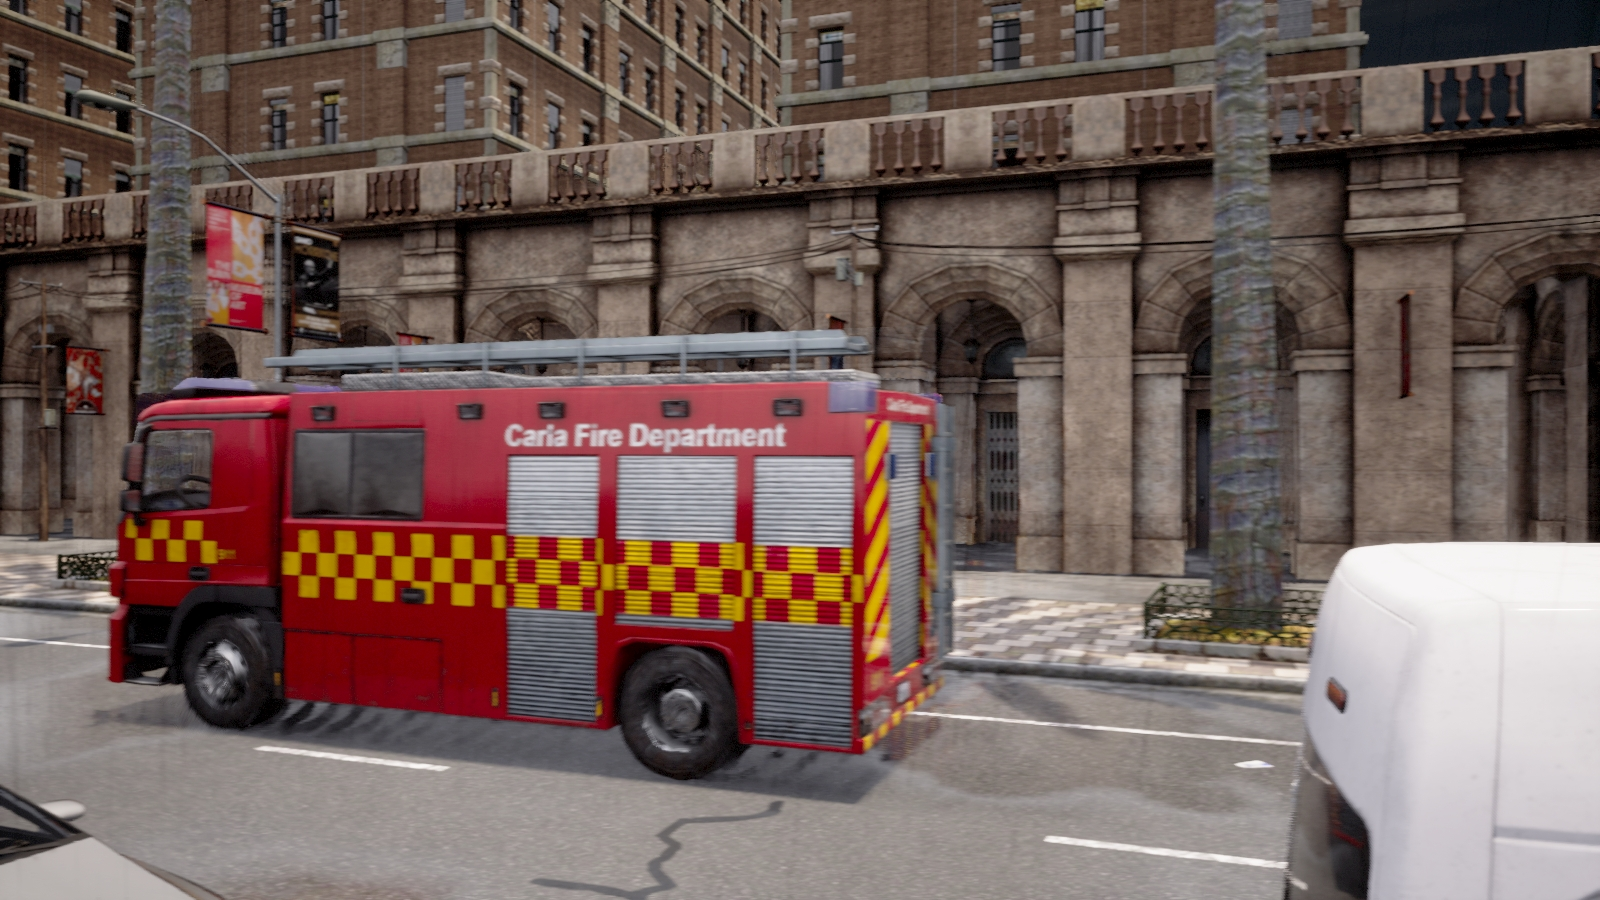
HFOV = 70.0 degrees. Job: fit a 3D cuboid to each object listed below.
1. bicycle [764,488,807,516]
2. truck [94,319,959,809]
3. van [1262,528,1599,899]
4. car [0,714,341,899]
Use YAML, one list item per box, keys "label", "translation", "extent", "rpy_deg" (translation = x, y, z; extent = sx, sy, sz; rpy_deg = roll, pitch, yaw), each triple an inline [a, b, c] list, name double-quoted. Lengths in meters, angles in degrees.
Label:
- label: "bicycle"
  translation: [-0.626, 2.200, 48.409]
  extent: [1.835, 1.171, 0.329]
  rpy_deg: [0, 0, 20]
- label: "truck"
  translation: [-2.849, 0.886, 11.746]
  extent: [8.468, 3.827, 2.891]
  rpy_deg: [0, 0, 20]
- label: "van"
  translation: [3.979, 1.536, 1.857]
  extent: [5.915, 2.561, 1.988]
  rpy_deg: [0, 0, 20]
- label: "car"
  translation: [-4.290, 2.062, 4.861]
  extent: [4.193, 1.474, 1.816]
  rpy_deg: [0, 0, 20]
